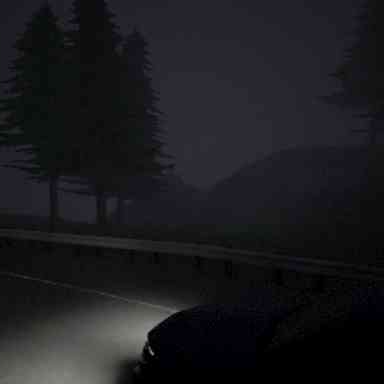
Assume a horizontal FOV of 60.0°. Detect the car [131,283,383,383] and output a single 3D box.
[{"bbox_3d":[1.616,1.504,2.566,4.674,1.442,1.812,0,0,35],"label":"car"}]
